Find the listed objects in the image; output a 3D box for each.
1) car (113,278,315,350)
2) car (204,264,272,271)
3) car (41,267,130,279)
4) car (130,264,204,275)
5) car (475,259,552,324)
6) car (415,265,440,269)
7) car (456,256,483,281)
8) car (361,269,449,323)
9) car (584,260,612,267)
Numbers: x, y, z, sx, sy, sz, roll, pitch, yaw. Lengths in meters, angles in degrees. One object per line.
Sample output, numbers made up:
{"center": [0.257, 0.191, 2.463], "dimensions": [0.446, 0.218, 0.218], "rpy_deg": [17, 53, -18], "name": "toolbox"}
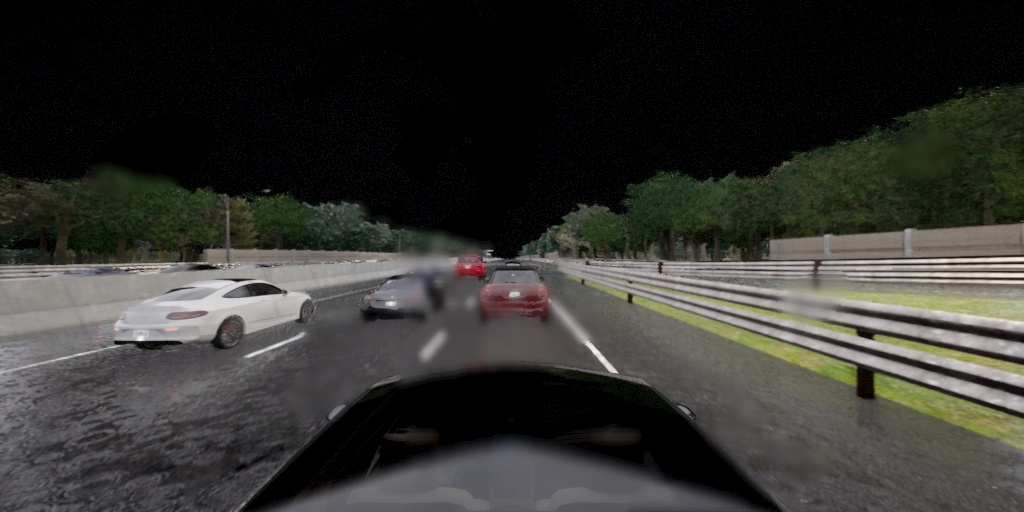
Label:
{"center": [-6.902, 1.278, 8.975], "dimensions": [1.812, 1.442, 4.674], "rpy_deg": [0, 0, 0], "name": "car"}
{"center": [-17.595, 1.280, 24.031], "dimensions": [1.812, 1.442, 4.674], "rpy_deg": [0, 0, 0], "name": "car"}
{"center": [-24.596, 1.317, 21.031], "dimensions": [1.994, 1.385, 4.181], "rpy_deg": [0, 0, 0], "name": "car"}
{"center": [-21.092, 1.259, 23.268], "dimensions": [1.837, 1.490, 4.892], "rpy_deg": [0, 0, 0], "name": "car"}
{"center": [0.097, 1.105, 12.192], "dimensions": [2.097, 1.767, 4.553], "rpy_deg": [0, 0, 0], "name": "car"}
{"center": [-6.907, 1.359, 29.654], "dimensions": [1.895, 1.301, 4.718], "rpy_deg": [0, 0, 0], "name": "car"}
{"center": [-3.408, 0.981, 30.696], "dimensions": [2.150, 2.045, 5.566], "rpy_deg": [0, 0, 0], "name": "car"}
{"center": [-3.403, 1.317, 12.121], "dimensions": [1.994, 1.385, 4.181], "rpy_deg": [0, 0, 0], "name": "car"}
{"center": [10.253, 1.186, 43.389], "dimensions": [1.994, 1.385, 4.181], "rpy_deg": [0, -1, -19], "name": "car"}
